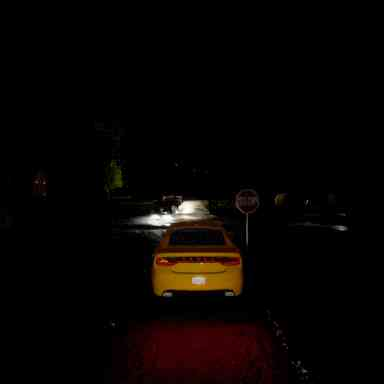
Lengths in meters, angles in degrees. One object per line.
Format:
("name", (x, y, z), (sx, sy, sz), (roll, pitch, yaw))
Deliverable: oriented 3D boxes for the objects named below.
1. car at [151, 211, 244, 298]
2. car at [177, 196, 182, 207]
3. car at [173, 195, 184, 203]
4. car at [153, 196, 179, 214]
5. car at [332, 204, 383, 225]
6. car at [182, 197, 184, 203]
("car", (0.077, 1.479, 8.603), (1.882, 1.535, 5.008), (0, 0, -1))
("car", (-2.773, 1.524, 46.724), (1.812, 1.442, 4.674), (0, 0, 0))
("car", (-2.679, 1.471, 67.570), (1.882, 1.535, 5.008), (0, 0, 0))
("car", (-2.904, 1.492, 35.041), (2.128, 1.511, 4.902), (0, 0, 2))
("car", (12.998, 1.634, 24.599), (5.008, 1.535, 1.882), (1, -1, 0))
("car", (-2.733, 1.522, 57.080), (1.812, 1.442, 4.674), (0, 0, 1))
